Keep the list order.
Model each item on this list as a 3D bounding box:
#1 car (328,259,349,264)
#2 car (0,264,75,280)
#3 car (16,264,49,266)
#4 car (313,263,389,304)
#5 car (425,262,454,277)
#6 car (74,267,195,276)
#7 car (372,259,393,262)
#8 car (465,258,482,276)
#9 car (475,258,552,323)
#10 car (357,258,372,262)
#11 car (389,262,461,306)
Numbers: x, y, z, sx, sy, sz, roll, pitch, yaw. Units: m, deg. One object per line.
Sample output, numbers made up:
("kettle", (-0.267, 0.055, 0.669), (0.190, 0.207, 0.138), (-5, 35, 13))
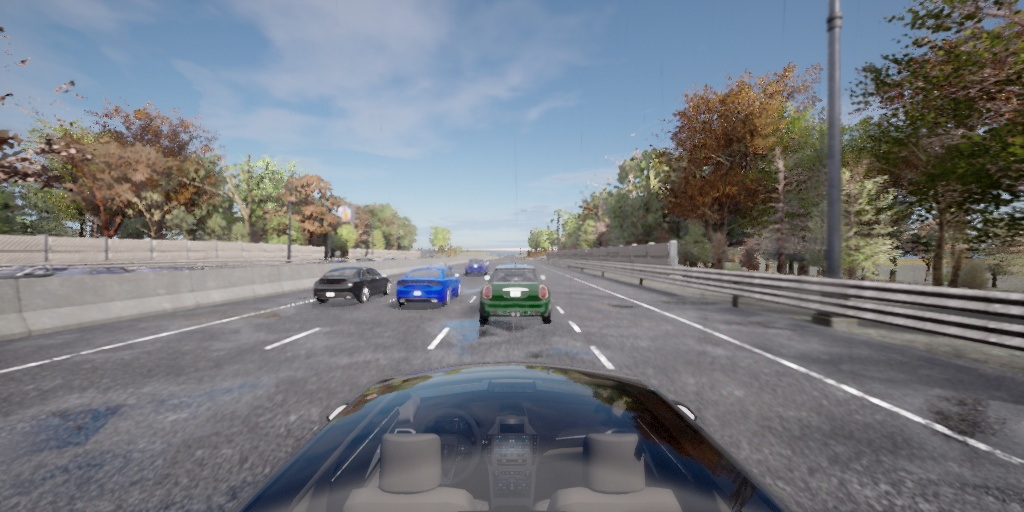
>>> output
("car", (-28.011, 1.152, 57.934), (1.994, 1.385, 4.181), (0, 0, 1))
("car", (-21.097, 1.245, 18.055), (2.033, 1.411, 5.357), (0, 0, 0))
("car", (-24.594, 1.188, 18.275), (2.128, 1.511, 4.902), (0, 0, 0))
("car", (-6.896, 1.207, 16.032), (1.837, 1.490, 4.892), (0, 0, 0))
("car", (-6.888, 1.249, 34.608), (1.895, 1.301, 4.718), (0, 0, 0))
("car", (-17.595, 1.245, 18.004), (2.033, 1.411, 5.357), (0, 0, 0))
("car", (-21.003, 1.131, 60.117), (2.033, 1.411, 5.357), (0, 0, 1))
("car", (-3.391, 0.997, 35.766), (2.097, 1.767, 4.553), (0, 0, 0))
("car", (0.102, 1.066, 12.115), (2.097, 1.767, 4.553), (0, 0, 0))
("car", (-24.510, 1.087, 60.049), (1.837, 1.490, 4.892), (0, 0, 1))
("car", (-3.394, 1.182, 15.351), (1.882, 1.535, 5.008), (0, 0, 0))
